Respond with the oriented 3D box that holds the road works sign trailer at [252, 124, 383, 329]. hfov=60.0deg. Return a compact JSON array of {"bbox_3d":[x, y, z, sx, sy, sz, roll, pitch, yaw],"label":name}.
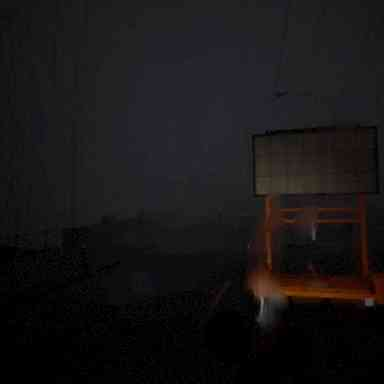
[{"bbox_3d":[2.532,0.472,6.959,2.380,3.560,2.880,-2,-1,15],"label":"road works sign trailer"}]
